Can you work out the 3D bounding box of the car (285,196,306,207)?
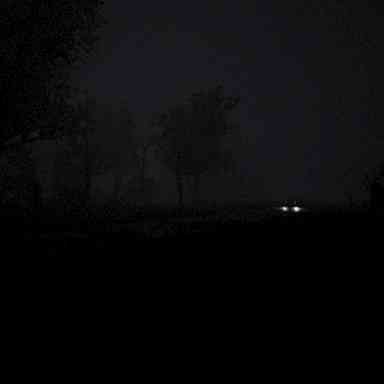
[{"bbox_3d":[14.670,1.362,47.030,1.837,1.490,4.892,-1,0,35],"label":"car"}]
